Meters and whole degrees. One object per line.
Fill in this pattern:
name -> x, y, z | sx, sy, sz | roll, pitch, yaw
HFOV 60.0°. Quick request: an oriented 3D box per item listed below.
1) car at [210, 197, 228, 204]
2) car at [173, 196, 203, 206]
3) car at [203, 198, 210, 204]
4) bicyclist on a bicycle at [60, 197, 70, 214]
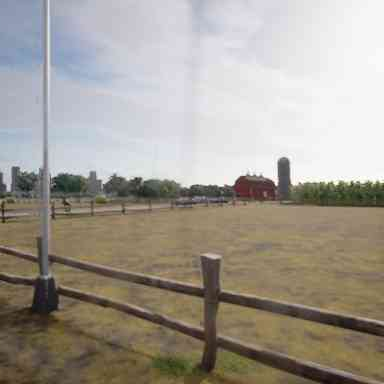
car -> 5.131, 1.646, 63.425 | 1.895, 1.301, 4.718 | -2, -1, 35
car -> -0.938, 1.543, 54.791 | 2.033, 1.411, 5.357 | -2, -1, 36
car -> 0.797, 1.609, 62.050 | 1.837, 1.490, 4.892 | -2, -2, 35
bicyclist on a bicycle -> -12.604, 1.363, 33.020 | 1.656, 1.620, 0.582 | 0, 0, 35
